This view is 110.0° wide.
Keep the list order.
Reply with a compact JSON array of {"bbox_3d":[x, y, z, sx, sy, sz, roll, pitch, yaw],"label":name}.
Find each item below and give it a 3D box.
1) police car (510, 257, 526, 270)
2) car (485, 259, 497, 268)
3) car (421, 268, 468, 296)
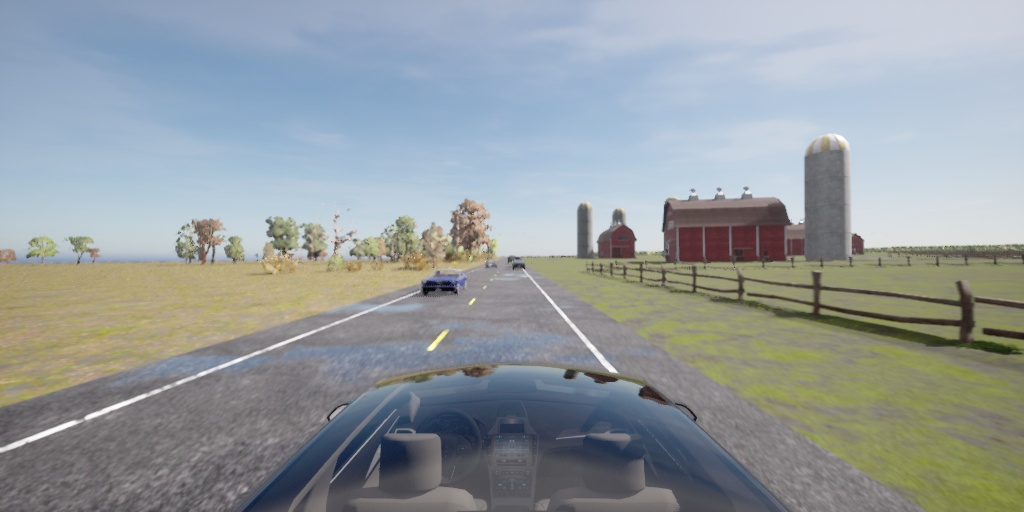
[{"bbox_3d":[1.028,1.224,53.619,1.930,1.638,5.238,0,0,0],"label":"police car"},{"bbox_3d":[-3.560,1.294,61.305,2.128,1.511,4.902,0,0,1],"label":"car"},{"bbox_3d":[-3.608,1.373,19.786,1.895,1.301,4.718,0,0,0],"label":"car"}]
